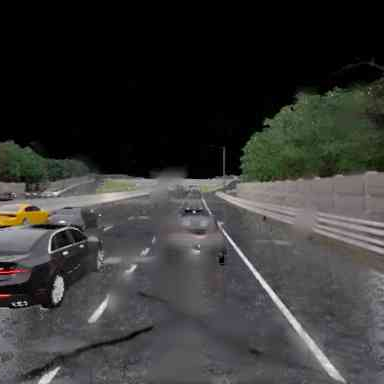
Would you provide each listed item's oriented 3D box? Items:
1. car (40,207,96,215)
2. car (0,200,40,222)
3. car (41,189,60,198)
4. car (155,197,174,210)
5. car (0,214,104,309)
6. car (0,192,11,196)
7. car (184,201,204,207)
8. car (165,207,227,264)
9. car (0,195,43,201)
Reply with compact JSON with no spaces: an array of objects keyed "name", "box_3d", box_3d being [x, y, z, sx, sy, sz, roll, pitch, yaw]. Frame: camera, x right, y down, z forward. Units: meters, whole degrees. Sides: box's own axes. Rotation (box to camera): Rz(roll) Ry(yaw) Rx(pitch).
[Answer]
[{"name":"car","box_3d":[-6.854,1.554,19.601,1.994,1.385,4.181,0,0,0]},{"name":"car","box_3d":[-10.350,1.466,20.282,1.882,1.535,5.008,0,0,0]},{"name":"car","box_3d":[-30.938,0.317,73.138,2.150,2.045,5.566,0,1,1]},{"name":"car","box_3d":[-3.323,1.353,40.311,1.837,1.490,4.892,0,1,0]},{"name":"car","box_3d":[-3.492,1.502,7.822,1.837,1.490,4.892,0,0,0]},{"name":"car","box_3d":[-24.401,1.051,41.160,2.150,2.045,5.566,0,1,1]},{"name":"car","box_3d":[0.222,1.529,33.175,1.895,1.301,4.718,0,1,0]},{"name":"car","box_3d":[0.119,1.487,11.753,2.128,1.511,4.902,0,0,0]},{"name":"car","box_3d":[-20.908,1.382,40.837,2.033,1.411,5.357,0,1,1]}]
